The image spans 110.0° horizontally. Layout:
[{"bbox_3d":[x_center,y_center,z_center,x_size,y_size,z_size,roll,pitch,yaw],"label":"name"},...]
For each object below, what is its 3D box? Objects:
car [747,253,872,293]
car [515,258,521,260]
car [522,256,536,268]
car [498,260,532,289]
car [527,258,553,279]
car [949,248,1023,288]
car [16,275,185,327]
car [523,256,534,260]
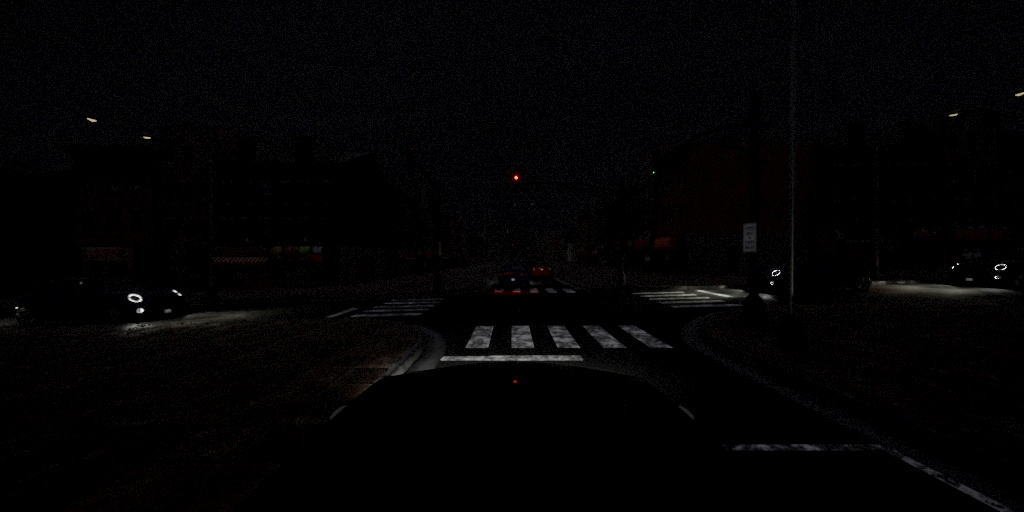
[{"bbox_3d":[13.358,0.686,16.349,4.553,1.767,2.097,-1,0,1],"label":"car"},{"bbox_3d":[0.093,1.366,46.655,2.033,1.411,5.357,0,0,0],"label":"car"},{"bbox_3d":[2.971,1.106,64.391,2.150,2.045,5.566,0,0,0],"label":"car"},{"bbox_3d":[0.164,1.243,23.437,1.882,1.535,5.008,1,0,2],"label":"car"},{"bbox_3d":[2.632,1.224,33.158,1.967,1.591,4.097,0,0,0],"label":"car"},{"bbox_3d":[23.076,0.434,16.346,4.553,1.767,2.097,-1,0,0],"label":"car"},{"bbox_3d":[-15.053,1.529,13.320,4.553,1.767,2.097,-2,0,0],"label":"car"},{"bbox_3d":[2.631,1.112,38.560,2.192,1.841,5.009,0,0,0],"label":"car"}]
